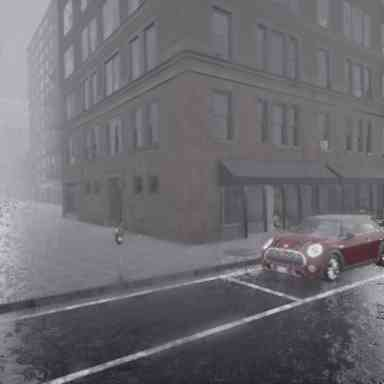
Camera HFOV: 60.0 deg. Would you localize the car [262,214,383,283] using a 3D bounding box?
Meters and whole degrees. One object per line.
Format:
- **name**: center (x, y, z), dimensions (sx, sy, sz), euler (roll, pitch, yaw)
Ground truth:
- **car**: center (3.859, 1.397, 9.478), dimensions (4.097, 1.590, 1.967), euler (0, -1, -36)
